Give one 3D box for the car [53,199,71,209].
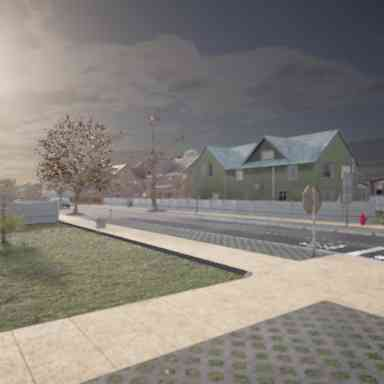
[{"bbox_3d":[-19.491,1.767,49.196,2.033,1.411,5.357,0,0,-35],"label":"car"}]
